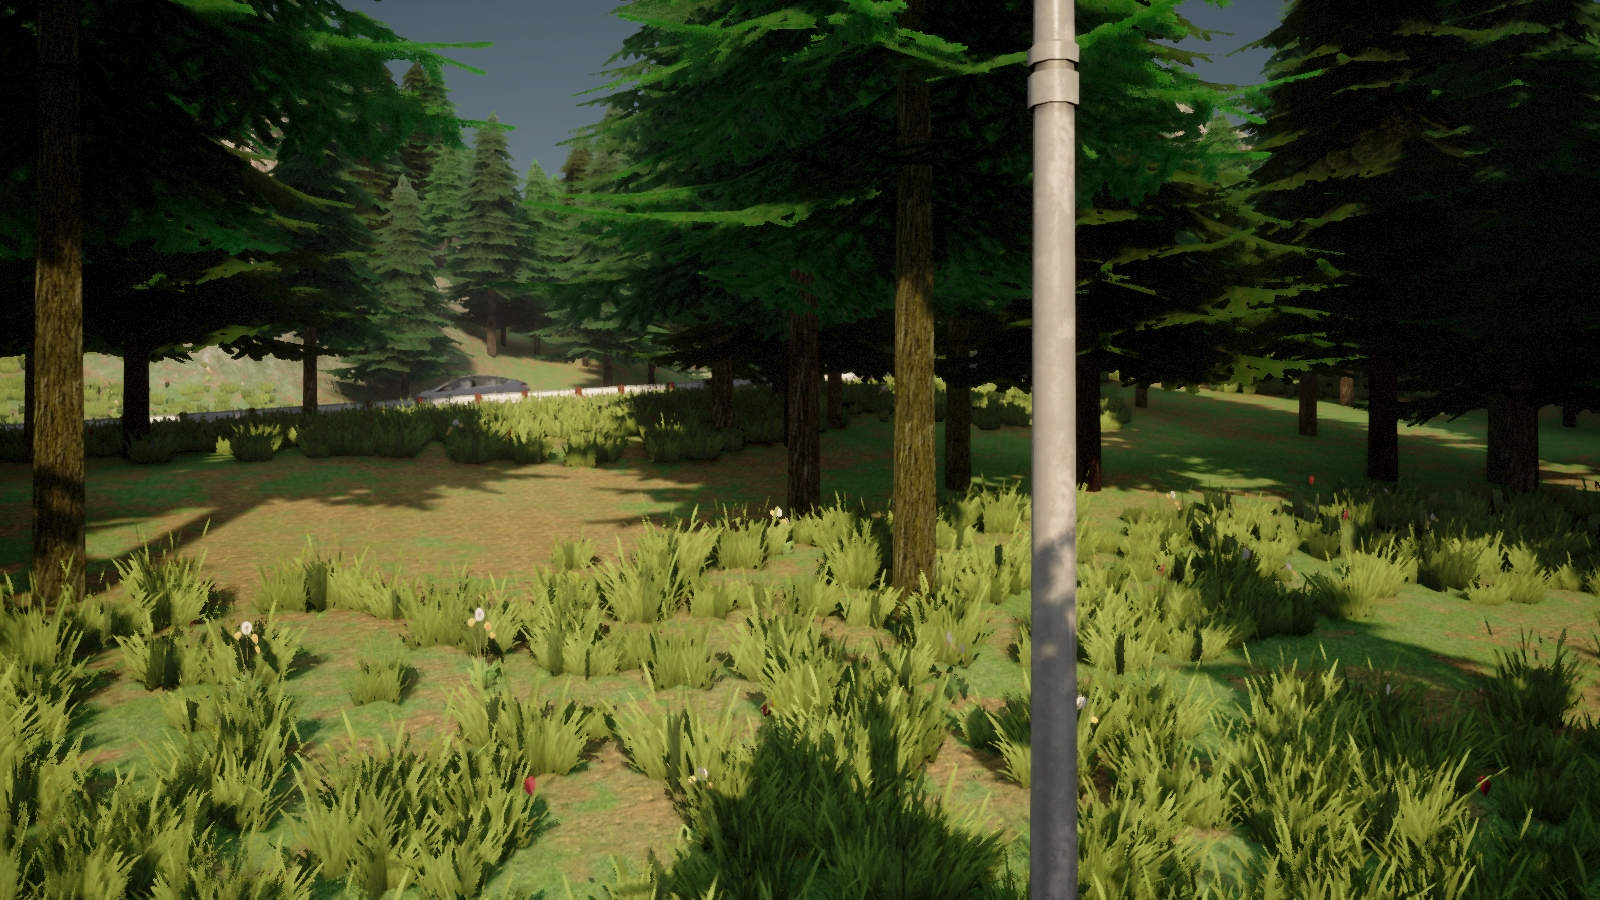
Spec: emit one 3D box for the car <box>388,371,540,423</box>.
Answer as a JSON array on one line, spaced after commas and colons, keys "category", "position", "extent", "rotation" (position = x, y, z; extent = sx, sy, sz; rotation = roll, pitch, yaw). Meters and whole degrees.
[{"category": "car", "position": [-11.976, -1.904, 40.770], "extent": [4.792, 1.488, 2.163], "rotation": [-5, 2, -27]}]
